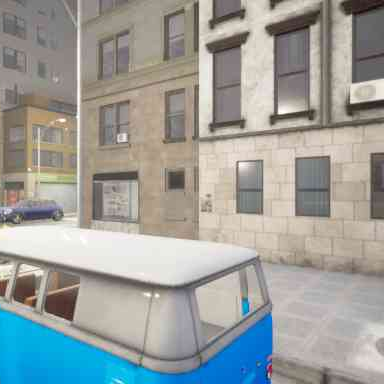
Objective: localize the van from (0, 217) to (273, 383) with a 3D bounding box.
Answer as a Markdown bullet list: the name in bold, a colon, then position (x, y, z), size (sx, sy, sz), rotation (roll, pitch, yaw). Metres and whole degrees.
- **van**: position (-1.135, 1.341, 3.602), size (3.998, 1.788, 1.690), rotation (0, 0, 35)

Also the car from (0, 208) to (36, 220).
- **car**: position (-5.652, 1.315, 6.762), size (5.009, 1.841, 2.192), rotation (0, 0, 35)

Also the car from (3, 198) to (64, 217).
- **car**: position (-11.731, 1.286, 24.016), size (2.097, 1.767, 4.553), rotation (0, 0, 35)
